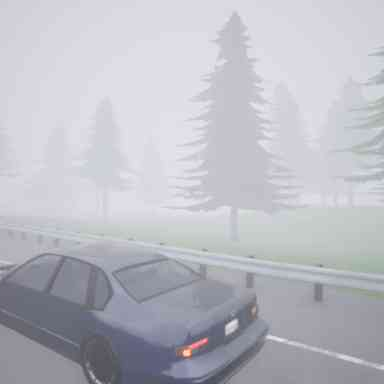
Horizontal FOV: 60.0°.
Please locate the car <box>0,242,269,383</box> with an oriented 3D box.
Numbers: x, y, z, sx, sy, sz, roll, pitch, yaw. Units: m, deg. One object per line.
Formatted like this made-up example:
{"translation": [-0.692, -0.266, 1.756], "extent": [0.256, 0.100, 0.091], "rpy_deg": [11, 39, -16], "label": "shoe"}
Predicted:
{"translation": [-1.575, 1.541, 5.200], "extent": [5.357, 1.411, 2.033], "rpy_deg": [0, 0, 37], "label": "car"}
